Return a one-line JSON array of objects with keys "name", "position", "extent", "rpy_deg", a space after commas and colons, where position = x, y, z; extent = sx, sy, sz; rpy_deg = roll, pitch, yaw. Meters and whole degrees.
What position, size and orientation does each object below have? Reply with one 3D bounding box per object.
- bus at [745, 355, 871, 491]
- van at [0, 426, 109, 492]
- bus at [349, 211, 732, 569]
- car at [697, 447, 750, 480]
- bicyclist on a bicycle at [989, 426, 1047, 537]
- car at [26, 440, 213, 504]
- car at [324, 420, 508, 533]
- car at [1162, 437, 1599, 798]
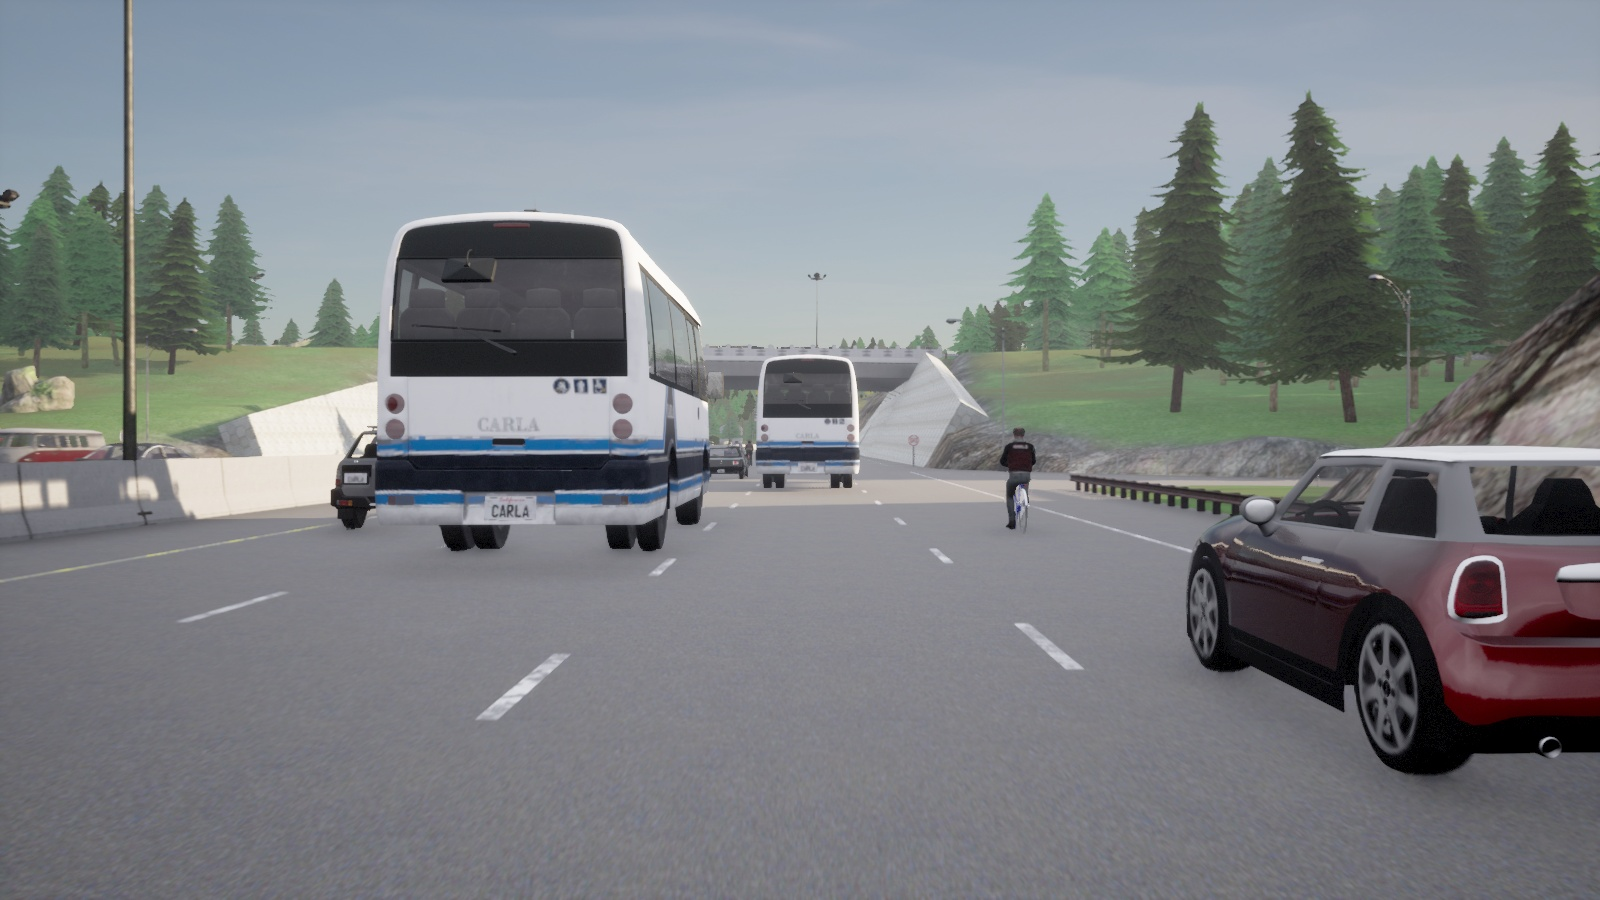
[{"name": "bus", "position": [0.269, -0.880, 44.362], "extent": [3.944, 4.253, 10.273], "rpy_deg": [0, 0, 0]}, {"name": "van", "position": [-24.256, 0.253, 40.231], "extent": [1.775, 1.987, 4.442], "rpy_deg": [0, 0, 0]}, {"name": "bus", "position": [-3.369, -0.746, 20.082], "extent": [3.944, 4.253, 10.273], "rpy_deg": [0, 0, 0]}, {"name": "car", "position": [-3.183, 0.545, 53.069], "extent": [1.895, 1.301, 4.718], "rpy_deg": [0, 0, 0]}, {"name": "bicyclist on a bicycle", "position": [3.635, 0.501, 21.055], "extent": [0.659, 1.776, 1.843], "rpy_deg": [0, 1, 0]}, {"name": "car", "position": [-17.301, 0.507, 32.269], "extent": [2.128, 1.511, 4.902], "rpy_deg": [0, 0, 0]}, {"name": "car", "position": [-6.854, 0.428, 22.984], "extent": [1.932, 1.855, 4.605], "rpy_deg": [0, 0, 0]}, {"name": "car", "position": [3.555, 0.675, 7.028], "extent": [1.970, 1.475, 3.806], "rpy_deg": [0, 0, 0]}]
